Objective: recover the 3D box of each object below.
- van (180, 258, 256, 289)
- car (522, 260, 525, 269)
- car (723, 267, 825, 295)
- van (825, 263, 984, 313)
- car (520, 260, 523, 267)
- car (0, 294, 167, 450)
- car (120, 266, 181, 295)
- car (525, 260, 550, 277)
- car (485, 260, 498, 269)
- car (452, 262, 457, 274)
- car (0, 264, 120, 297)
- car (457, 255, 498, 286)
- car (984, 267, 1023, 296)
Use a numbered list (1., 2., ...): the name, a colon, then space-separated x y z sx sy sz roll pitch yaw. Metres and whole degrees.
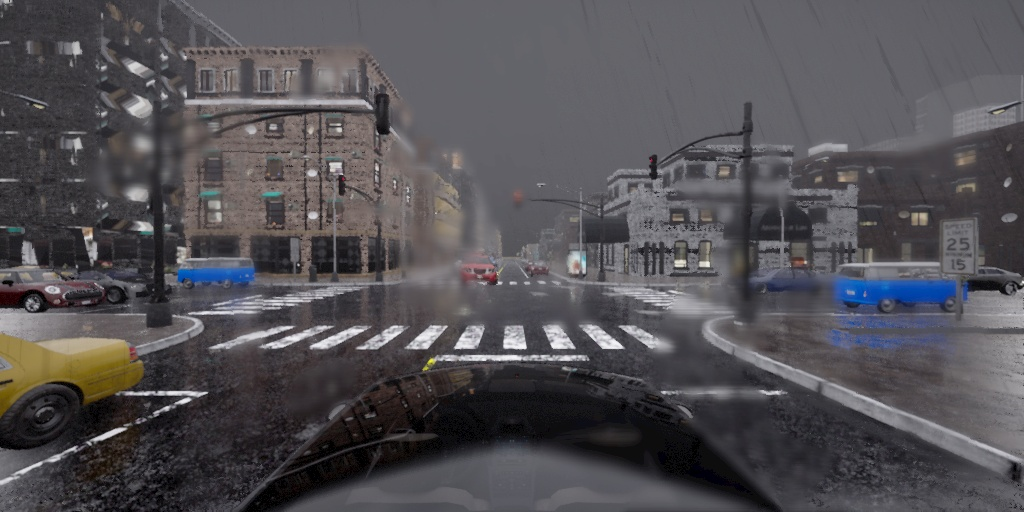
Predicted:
1. van: -17.793 1.029 21.632 3.998 1.789 1.690 0 0 -1
2. car: 2.626 1.346 46.615 1.802 1.307 4.207 0 0 0
3. car: 14.485 1.320 19.324 5.357 1.411 2.033 0 0 -1
4. van: 14.639 1.156 13.538 3.998 1.789 1.690 0 0 -1
5. car: 2.618 1.320 52.312 2.007 1.370 4.403 0 0 0
6. car: -5.692 1.275 2.573 1.751 1.417 4.829 0 0 0
7. car: -17.753 1.295 15.835 4.181 1.385 1.994 0 0 -1
8. car: 2.643 1.195 35.222 1.967 1.591 4.097 0 0 0
9. car: -3.164 1.374 56.204 1.895 1.301 4.718 0 0 0
10. car: -5.746 1.309 40.894 2.007 1.370 4.403 0 0 0
11. car: -17.738 1.190 13.251 4.097 1.591 1.967 0 0 -1
12. car: -2.479 0.945 25.154 2.150 2.045 5.566 0 0 -11
13. car: 24.410 1.290 19.408 4.902 1.511 2.128 0 0 0
